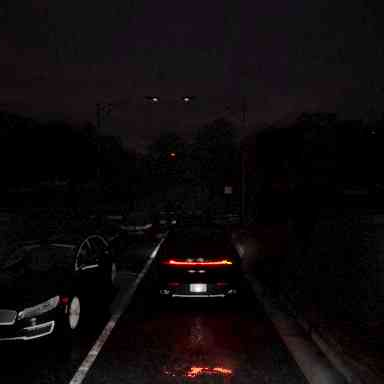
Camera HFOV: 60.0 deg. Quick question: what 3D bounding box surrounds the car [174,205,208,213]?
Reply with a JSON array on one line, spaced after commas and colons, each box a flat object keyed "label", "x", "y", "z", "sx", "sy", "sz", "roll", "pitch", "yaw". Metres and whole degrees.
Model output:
[{"label": "car", "x": 0.145, "y": 1.604, "z": 18.621, "sx": 1.895, "sy": 1.301, "sz": 4.718, "roll": 0, "pitch": 0, "yaw": 1}]

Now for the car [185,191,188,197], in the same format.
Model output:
[{"label": "car", "x": -2.602, "y": 1.319, "z": 71.908, "sx": 2.192, "sy": 1.841, "sz": 5.009, "roll": -1, "pitch": 0, "yaw": 0}]

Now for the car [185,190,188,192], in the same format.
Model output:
[{"label": "car", "x": -2.576, "y": 1.146, "z": 94.078, "sx": 2.192, "sy": 1.841, "sz": 5.009, "roll": -1, "pitch": 1, "yaw": 0}]

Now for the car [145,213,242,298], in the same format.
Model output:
[{"label": "car", "x": 0.110, "y": 1.503, "z": 8.490, "sx": 1.837, "sy": 1.490, "sz": 4.892, "roll": 0, "pitch": 0, "yaw": 0}]

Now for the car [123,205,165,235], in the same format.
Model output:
[{"label": "car", "x": -2.644, "y": 1.585, "z": 17.432, "sx": 1.802, "sy": 1.307, "sz": 4.206, "roll": -2, "pitch": 0, "yaw": 0}]

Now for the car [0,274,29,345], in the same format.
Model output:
[{"label": "car", "x": -2.658, "y": 1.550, "z": 1.088, "sx": 2.008, "sy": 1.369, "sz": 4.403, "roll": -2, "pitch": 0, "yaw": 0}]

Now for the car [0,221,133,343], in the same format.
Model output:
[{"label": "car", "x": -2.654, "y": 1.549, "z": 6.537, "sx": 2.008, "sy": 1.369, "sz": 4.403, "roll": -2, "pitch": 0, "yaw": 0}]

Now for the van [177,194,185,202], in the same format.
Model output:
[{"label": "van", "x": -2.594, "y": 1.314, "z": 77.445, "sx": 1.690, "sy": 1.788, "sz": 3.998, "roll": -1, "pitch": 0, "yaw": 0}]

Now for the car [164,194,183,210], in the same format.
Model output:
[{"label": "car", "x": -2.627, "y": 1.490, "z": 44.209, "sx": 1.967, "sy": 1.590, "sz": 4.097, "roll": -2, "pitch": 0, "yaw": 0}]

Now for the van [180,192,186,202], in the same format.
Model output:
[{"label": "van", "x": -2.606, "y": 1.369, "z": 66.365, "sx": 1.690, "sy": 1.788, "sz": 3.998, "roll": -1, "pitch": 0, "yaw": 0}]

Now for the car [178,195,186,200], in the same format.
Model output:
[{"label": "car", "x": -2.578, "y": 1.443, "z": 88.529, "sx": 2.008, "sy": 1.369, "sz": 4.403, "roll": -1, "pitch": 0, "yaw": 0}]
